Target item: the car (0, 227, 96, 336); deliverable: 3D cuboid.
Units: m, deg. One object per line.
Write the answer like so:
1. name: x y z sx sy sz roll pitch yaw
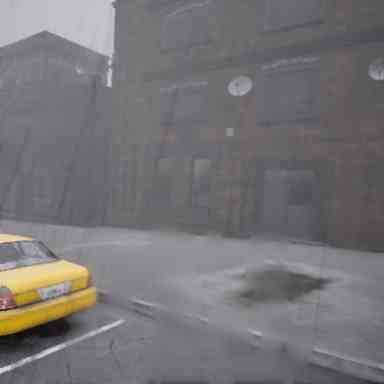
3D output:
1. car: -4.150 1.465 6.500 5.366 1.575 1.946 0 0 36
